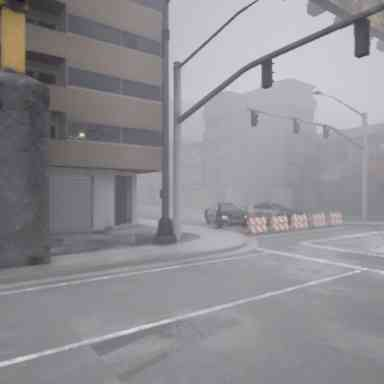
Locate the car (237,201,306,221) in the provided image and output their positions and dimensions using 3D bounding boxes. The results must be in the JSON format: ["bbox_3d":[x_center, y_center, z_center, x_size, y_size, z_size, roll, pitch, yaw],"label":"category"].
[{"bbox_3d":[5.799,1.333,24.367,4.536,1.218,1.853,0,0,34],"label":"car"}]

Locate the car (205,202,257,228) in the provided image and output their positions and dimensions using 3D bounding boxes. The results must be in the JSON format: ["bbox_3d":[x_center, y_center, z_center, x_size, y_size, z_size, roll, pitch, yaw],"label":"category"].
[{"bbox_3d":[2.268,1.482,22.186,2.038,1.542,4.974,0,0,-11],"label":"car"}]

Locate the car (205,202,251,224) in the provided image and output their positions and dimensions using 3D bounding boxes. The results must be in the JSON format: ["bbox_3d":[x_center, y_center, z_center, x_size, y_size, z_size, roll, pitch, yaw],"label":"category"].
[{"bbox_3d":[2.258,1.325,22.237,1.853,1.218,4.536,0,0,-11],"label":"car"}]

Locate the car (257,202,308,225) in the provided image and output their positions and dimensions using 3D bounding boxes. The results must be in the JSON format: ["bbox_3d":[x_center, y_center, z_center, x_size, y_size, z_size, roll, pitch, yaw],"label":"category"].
[{"bbox_3d":[5.842,1.490,24.337,4.974,1.542,2.038,0,0,34],"label":"car"}]
